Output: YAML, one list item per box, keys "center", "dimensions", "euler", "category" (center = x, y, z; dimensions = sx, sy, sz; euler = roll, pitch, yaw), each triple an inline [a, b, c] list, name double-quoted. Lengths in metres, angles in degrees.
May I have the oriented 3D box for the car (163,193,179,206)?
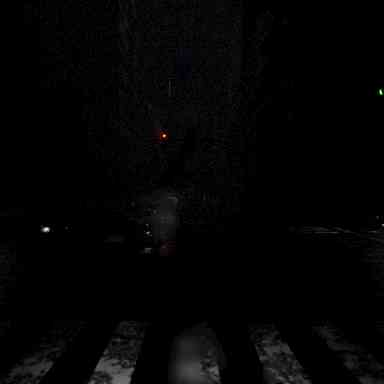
- center: [-3.287, 1.211, 52.158]
  dimensions: [2.150, 2.045, 5.566]
  euler: [0, 0, 0]
  category: "car"

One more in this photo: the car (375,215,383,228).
- center: [13.487, 1.652, 19.613]
  dimensions: [4.718, 1.301, 1.895]
  euler: [0, 1, 0]
  category: "car"

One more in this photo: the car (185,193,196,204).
- center: [-0.123, 1.480, 62.586]
  dimensions: [2.128, 1.511, 4.902]
  euler: [0, 0, 0]
  category: "car"

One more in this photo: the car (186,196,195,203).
- center: [-0.244, 1.583, 73.033]
  dimensions: [1.895, 1.301, 4.718]
  euler: [0, 0, 0]
  category: "car"

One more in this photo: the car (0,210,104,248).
- center: [-6.656, 1.492, 14.435]
  dimensions: [5.357, 1.411, 2.033]
  euler: [0, 1, -24]
  category: "car"

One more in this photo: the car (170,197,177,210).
- center: [-3.263, 1.592, 41.568]
  dimensions: [1.895, 1.301, 4.718]
  euler: [0, 0, 0]
  category: "car"

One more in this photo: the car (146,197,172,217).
- center: [-3.222, 1.518, 31.607]
  dimensions: [1.812, 1.442, 4.674]
  euler: [0, 0, -1]
  category: "car"
